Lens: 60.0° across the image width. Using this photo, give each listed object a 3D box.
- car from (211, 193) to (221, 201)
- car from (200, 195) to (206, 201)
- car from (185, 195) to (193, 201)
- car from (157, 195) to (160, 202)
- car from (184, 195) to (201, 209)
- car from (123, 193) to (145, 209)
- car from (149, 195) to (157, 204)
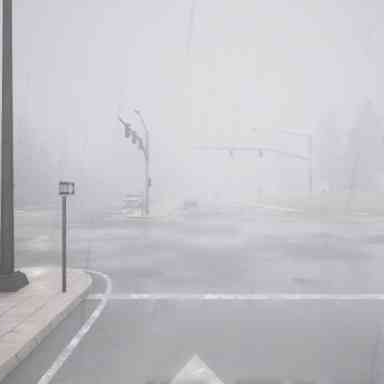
[{"bbox_3d":[6.193,1.225,85.939,2.150,2.045,5.566,0,0,-1],"label":"car"},{"bbox_3d":[2.693,1.524,85.929,1.812,1.442,4.674,0,0,-1],"label":"car"},{"bbox_3d":[-0.806,1.500,85.866,1.837,1.490,4.892,0,0,-1],"label":"car"},{"bbox_3d":[-8.696,1.486,78.899,1.837,1.490,4.892,0,0,-1],"label":"car"},{"bbox_3d":[-0.153,1.525,44.823,1.812,1.442,4.674,0,0,-1],"label":"car"},{"bbox_3d":[-8.283,1.221,46.949,2.150,2.045,5.566,0,0,-1],"label":"car"},{"bbox_3d":[-8.503,1.351,63.701,2.097,1.767,4.553,0,0,0],"label":"car"}]
